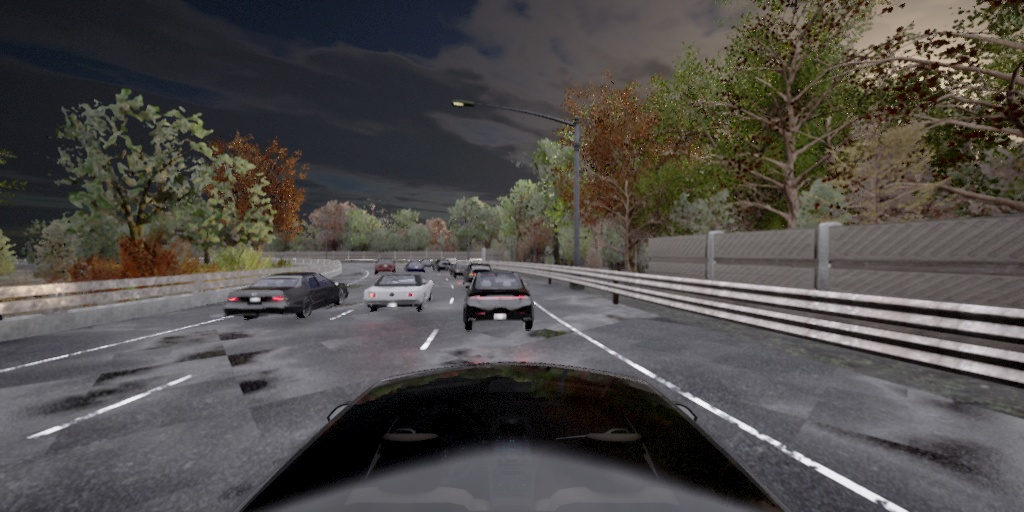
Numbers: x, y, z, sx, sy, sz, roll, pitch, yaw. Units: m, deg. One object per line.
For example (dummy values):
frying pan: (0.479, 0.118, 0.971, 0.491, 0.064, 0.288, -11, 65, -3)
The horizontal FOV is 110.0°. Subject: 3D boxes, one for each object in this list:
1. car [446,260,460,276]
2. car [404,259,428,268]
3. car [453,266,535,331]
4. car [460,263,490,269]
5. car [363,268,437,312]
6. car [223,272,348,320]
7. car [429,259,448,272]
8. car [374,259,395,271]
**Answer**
car: (-4.758, 1.318, 33.474, 1.895, 1.301, 4.718, 0, 0, -16)
car: (-11.923, 1.272, 43.696, 1.994, 1.385, 4.181, 0, 0, -22)
car: (-0.467, 1.231, 11.002, 2.128, 1.511, 4.902, 0, 0, -4)
car: (-2.162, 1.233, 23.080, 1.837, 1.490, 4.892, 0, 0, -10)
car: (-4.266, 1.338, 14.198, 1.895, 1.301, 4.718, 0, 0, -7)
car: (-7.572, 1.288, 12.671, 2.033, 1.411, 5.357, 0, 0, -6)
car: (-8.733, 1.213, 44.826, 1.837, 1.490, 4.892, 0, 1, -22)
car: (-14.315, 1.064, 40.322, 2.097, 1.767, 4.553, 0, 0, -21)
